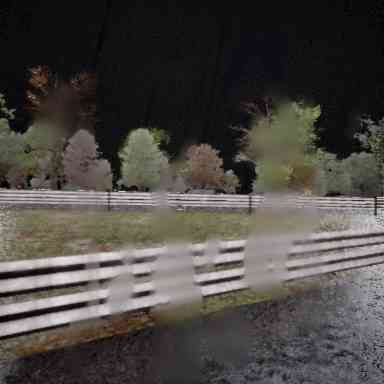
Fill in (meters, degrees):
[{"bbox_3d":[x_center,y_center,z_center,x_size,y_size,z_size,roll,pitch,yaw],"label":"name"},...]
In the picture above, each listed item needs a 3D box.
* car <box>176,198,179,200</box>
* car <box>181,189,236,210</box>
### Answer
[{"bbox_3d":[0.700,0.726,36.580,4.892,1.490,1.837,1,0,-8],"label":"car"},{"bbox_3d":[1.602,0.587,29.635,4.553,1.767,2.097,1,0,-8],"label":"car"}]
